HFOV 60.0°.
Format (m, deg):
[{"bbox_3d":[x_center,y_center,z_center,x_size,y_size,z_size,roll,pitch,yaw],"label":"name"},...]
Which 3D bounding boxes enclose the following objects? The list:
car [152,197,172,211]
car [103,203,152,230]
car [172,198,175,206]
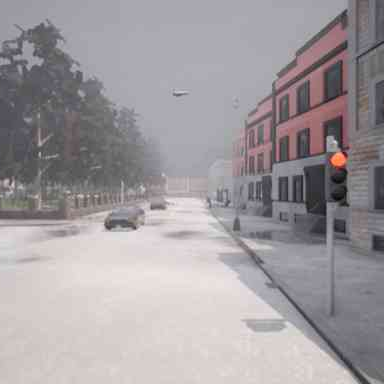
[{"bbox_3d":[-4.052,1.548,41.217,2.033,1.411,5.357,0,0,0],"label":"car"},{"bbox_3d":[-4.078,1.548,21.163,2.033,1.411,5.357,0,0,0],"label":"car"},{"bbox_3d":[-4.019,1.527,56.354,1.812,1.442,4.674,0,1,1],"label":"car"}]
